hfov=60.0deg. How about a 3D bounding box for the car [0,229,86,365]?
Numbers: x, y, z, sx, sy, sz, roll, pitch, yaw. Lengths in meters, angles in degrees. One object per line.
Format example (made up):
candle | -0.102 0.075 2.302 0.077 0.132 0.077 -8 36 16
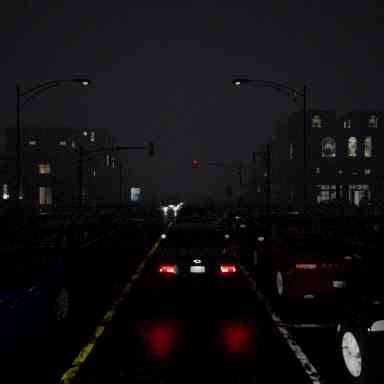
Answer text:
car | -3.103 1.527 4.382 1.812 1.442 4.674 0 0 0

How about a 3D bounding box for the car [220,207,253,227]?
car | 2.678 1.556 19.675 2.008 1.369 4.403 0 0 0

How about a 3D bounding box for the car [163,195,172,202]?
car | -5.752 1.551 79.511 1.752 1.417 4.829 0 0 0

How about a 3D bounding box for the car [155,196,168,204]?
car | -5.739 1.569 63.114 2.008 1.369 4.403 0 0 0

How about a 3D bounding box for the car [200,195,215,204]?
car | 2.651 1.580 52.065 1.947 1.339 4.313 0 0 0

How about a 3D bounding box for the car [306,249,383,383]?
car | 2.692 1.551 2.599 2.008 1.369 4.403 0 0 0

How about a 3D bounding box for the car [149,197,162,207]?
car | -5.730 1.596 52.071 1.802 1.307 4.206 0 0 0

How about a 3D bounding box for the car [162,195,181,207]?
car | -3.151 1.540 51.110 1.812 1.442 4.674 0 0 1

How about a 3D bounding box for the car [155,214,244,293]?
car | 0.097 1.550 8.974 2.033 1.411 5.357 0 0 0

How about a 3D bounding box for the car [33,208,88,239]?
car | -5.698 1.554 13.993 2.008 1.369 4.403 0 0 0

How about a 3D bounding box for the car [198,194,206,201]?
car | 2.620 1.472 90.717 1.967 1.590 4.097 0 0 0

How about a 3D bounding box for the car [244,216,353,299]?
car | 2.687 1.547 8.290 1.887 1.381 4.507 0 0 0

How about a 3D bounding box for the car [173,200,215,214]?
car | 0.084 1.483 19.438 1.882 1.535 5.008 0 0 0

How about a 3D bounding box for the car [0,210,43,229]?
car | -5.693 1.442 8.301 1.967 1.590 4.097 0 0 0

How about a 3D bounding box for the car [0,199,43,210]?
car | -18.399 1.473 34.546 5.357 1.411 2.033 0 0 1

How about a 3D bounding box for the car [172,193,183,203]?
car | -3.060 1.247 72.118 2.150 2.045 5.566 0 0 0

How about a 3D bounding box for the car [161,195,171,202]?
car | -5.747 1.463 74.159 1.967 1.590 4.097 0 0 0

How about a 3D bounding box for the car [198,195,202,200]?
car | 2.642 1.600 63.107 1.802 1.307 4.206 0 0 0

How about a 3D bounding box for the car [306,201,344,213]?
car | 14.780 1.659 37.261 4.181 1.385 1.994 0 0 1

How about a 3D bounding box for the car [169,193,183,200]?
car | -3.117 1.509 61.463 2.128 1.511 4.902 0 0 0

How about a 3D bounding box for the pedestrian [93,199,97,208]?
pedestrian | -12.587 1.421 43.197 0.375 1.300 0.375 0 -1 1
